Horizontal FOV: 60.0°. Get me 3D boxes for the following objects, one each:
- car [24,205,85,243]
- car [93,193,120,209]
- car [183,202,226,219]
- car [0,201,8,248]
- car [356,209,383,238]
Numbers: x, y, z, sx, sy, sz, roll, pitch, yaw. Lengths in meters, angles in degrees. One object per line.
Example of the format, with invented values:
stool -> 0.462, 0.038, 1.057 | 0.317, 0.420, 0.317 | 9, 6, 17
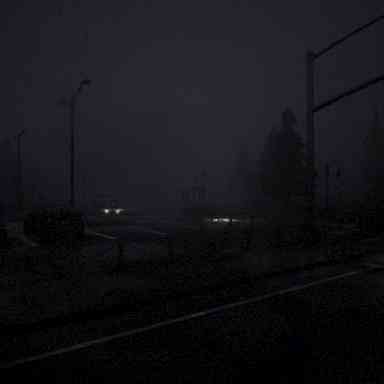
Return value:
car -> -6.392, 1.339, 15.297 | 2.007, 1.523, 4.514 | 0, 0, -36
car -> -12.187, 1.213, 46.999 | 2.150, 2.045, 5.566 | 0, 0, -36
car -> 1.013, 1.562, 29.004 | 1.994, 1.385, 4.181 | 0, 0, -36
car -> -8.901, 1.330, 13.414 | 2.152, 1.636, 5.027 | 0, 0, -36
car -> 10.044, 1.489, 15.357 | 2.128, 1.511, 4.902 | 0, 0, -23
